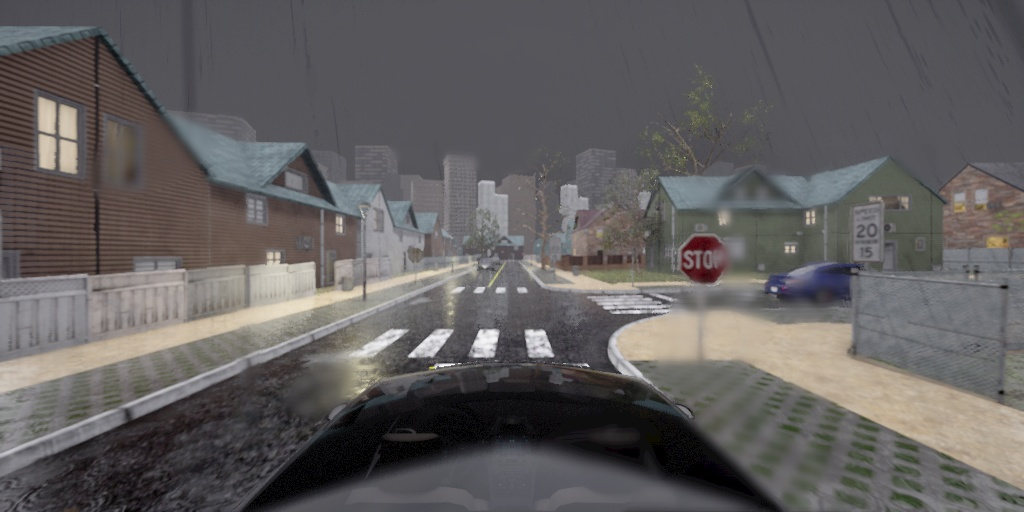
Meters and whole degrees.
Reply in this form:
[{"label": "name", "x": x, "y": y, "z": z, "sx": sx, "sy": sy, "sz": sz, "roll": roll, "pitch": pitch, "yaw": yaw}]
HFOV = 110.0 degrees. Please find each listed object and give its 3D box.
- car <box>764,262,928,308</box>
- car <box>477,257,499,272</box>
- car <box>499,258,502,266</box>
[{"label": "car", "x": 11.486, "y": 0.939, "z": 12.541, "sx": 4.674, "sy": 1.442, "sz": 1.812, "roll": -1, "pitch": 0, "yaw": 1}, {"label": "car", "x": -2.905, "y": 0.989, "z": 41.019, "sx": 2.128, "sy": 1.511, "sz": 4.902, "roll": 0, "pitch": 0, "yaw": 0}, {"label": "car", "x": -2.853, "y": 0.890, "z": 61.764, "sx": 1.837, "sy": 1.490, "sz": 4.892, "roll": 0, "pitch": 0, "yaw": 0}]
